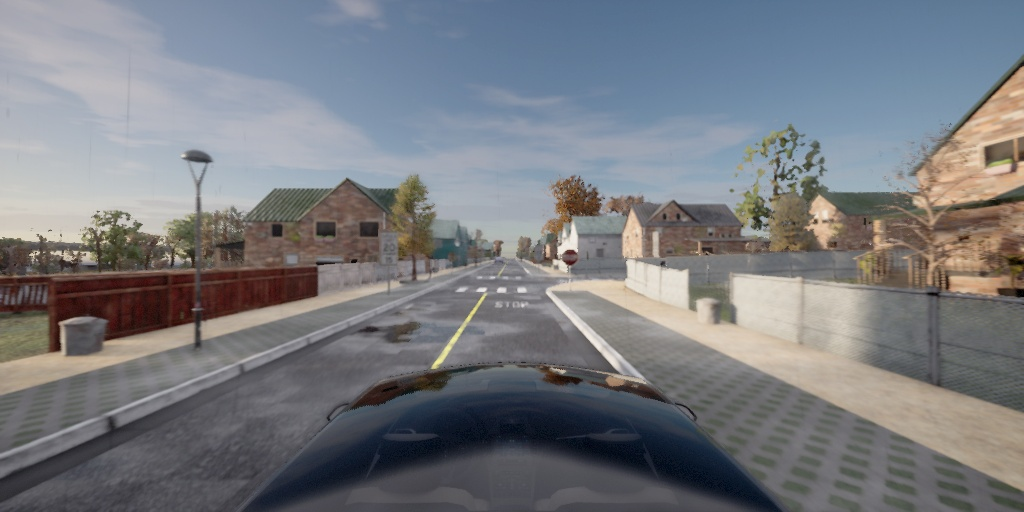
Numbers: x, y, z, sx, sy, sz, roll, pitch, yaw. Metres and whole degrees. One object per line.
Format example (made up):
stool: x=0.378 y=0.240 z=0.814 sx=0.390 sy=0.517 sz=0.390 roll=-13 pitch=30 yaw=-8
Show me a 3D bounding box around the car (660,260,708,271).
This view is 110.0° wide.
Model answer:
car: x=11.432 y=0.942 z=25.638 sx=4.718 sy=1.301 sz=1.895 roll=-2 pitch=-1 yaw=1
